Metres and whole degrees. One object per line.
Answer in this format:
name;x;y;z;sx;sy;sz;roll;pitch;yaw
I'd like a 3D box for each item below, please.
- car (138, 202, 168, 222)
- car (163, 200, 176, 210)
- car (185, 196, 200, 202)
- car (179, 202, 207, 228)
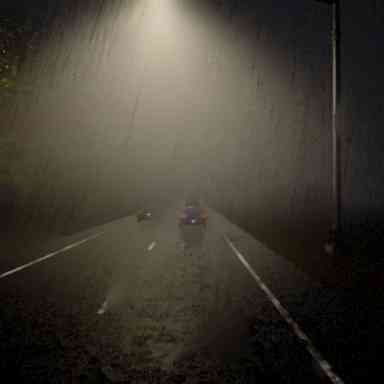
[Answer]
car;-3.404;1.776;28.352;1.994;1.385;4.181;0;0;0
car;-3.406;1.855;47.802;1.837;1.490;4.892;0;-1;0
car;0.093;1.599;51.586;2.150;2.045;5.566;0;0;0
car;0.096;1.701;23.383;1.812;1.442;4.674;0;0;0
